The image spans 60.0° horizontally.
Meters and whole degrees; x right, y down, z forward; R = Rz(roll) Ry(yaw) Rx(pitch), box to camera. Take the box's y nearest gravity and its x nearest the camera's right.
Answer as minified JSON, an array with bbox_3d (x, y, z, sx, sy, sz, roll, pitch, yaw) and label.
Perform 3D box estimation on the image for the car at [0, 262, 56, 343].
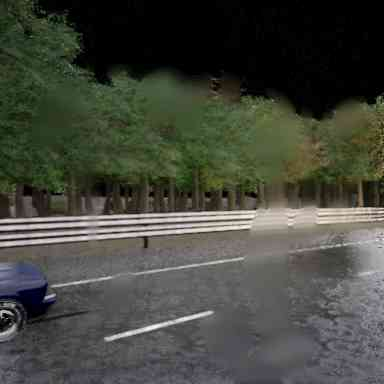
[{"bbox_3d":[-4.564,1.597,4.753,4.718,1.301,1.895,0,0,-36],"label":"car"}]
